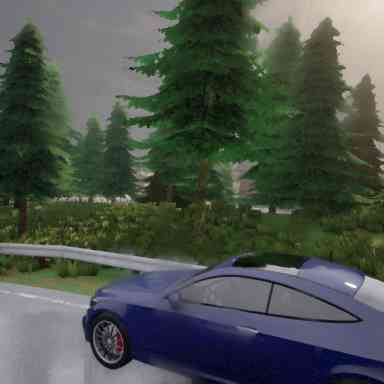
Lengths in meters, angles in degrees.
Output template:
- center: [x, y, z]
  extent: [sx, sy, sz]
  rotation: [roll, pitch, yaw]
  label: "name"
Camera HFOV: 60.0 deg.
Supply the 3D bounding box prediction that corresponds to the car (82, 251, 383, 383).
- center: [0.743, 1.499, 4.106]
  extent: [4.674, 1.442, 1.812]
  rotation: [1, 1, 31]
  label: "car"
